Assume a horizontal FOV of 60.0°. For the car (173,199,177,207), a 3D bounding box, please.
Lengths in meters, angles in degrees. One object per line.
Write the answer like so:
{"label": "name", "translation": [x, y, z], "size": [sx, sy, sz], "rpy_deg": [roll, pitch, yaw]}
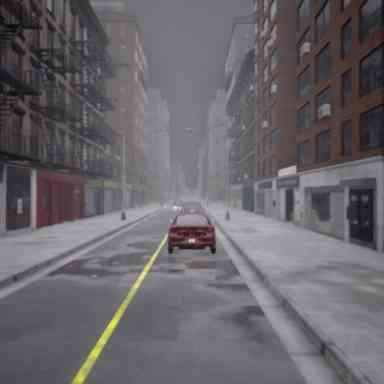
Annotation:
{"label": "car", "translation": [-2.763, 2.128, 66.869], "size": [2.128, 1.511, 4.902], "rpy_deg": [0, -1, 0]}

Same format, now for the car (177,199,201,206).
{"label": "car", "translation": [0.004, 1.621, 29.076], "size": [2.097, 1.767, 4.553], "rpy_deg": [0, -1, 0]}

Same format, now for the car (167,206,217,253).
{"label": "car", "translation": [0.008, 1.613, 14.483], "size": [1.882, 1.535, 5.008], "rpy_deg": [0, 0, 0]}
